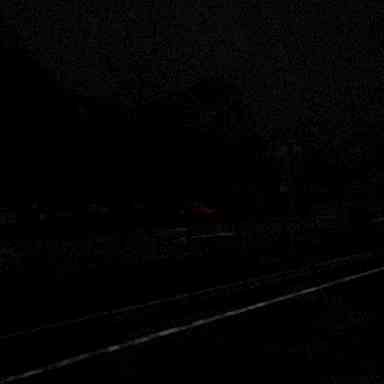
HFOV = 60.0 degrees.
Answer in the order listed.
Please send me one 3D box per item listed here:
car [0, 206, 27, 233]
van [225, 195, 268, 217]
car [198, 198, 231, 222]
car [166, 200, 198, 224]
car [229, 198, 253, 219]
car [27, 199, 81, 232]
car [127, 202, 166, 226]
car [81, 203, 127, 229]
[{"bbox_3d":[-11.016,1.541,18.854,2.002,1.452,4.674,0,0,-36],"label":"car"},{"bbox_3d":[4.847,1.240,30.066,1.878,1.987,4.442,0,0,-36],"label":"van"},{"bbox_3d":[0.374,1.472,26.780,1.946,1.575,5.366,0,0,-36],"label":"car"},{"bbox_3d":[-2.008,1.509,25.340,2.163,1.488,4.792,0,0,-36],"label":"car"},{"bbox_3d":[2.507,1.500,28.572,2.163,1.488,4.792,0,0,-36],"label":"car"},{"bbox_3d":[-8.779,1.369,20.496,2.185,1.767,4.553,0,0,-36],"label":"car"},{"bbox_3d":[-4.243,1.486,23.697,2.231,1.521,4.892,0,0,-36],"label":"car"},{"bbox_3d":[-6.507,1.489,22.091,2.097,1.535,5.008,0,0,-36],"label":"car"}]
